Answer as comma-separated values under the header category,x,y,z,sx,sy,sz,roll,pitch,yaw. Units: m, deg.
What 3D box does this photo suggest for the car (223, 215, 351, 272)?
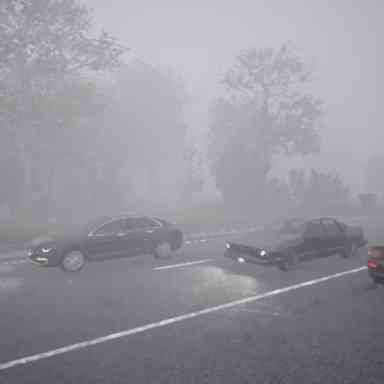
category,x,y,z,sx,sy,sz,roll,pitch,yaw
car,3.539,1.480,10.754,5.357,1.411,2.033,-1,0,-35

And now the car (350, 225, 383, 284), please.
category,x,y,z,sx,sy,sz,roll,pitch,yaw
car,6.022,1.455,8.034,4.674,1.442,1.812,-1,0,-35

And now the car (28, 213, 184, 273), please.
category,x,y,z,sx,sy,sz,roll,pitch,yaw
car,-2.571,1.477,10.730,4.892,1.490,1.837,0,0,-35
